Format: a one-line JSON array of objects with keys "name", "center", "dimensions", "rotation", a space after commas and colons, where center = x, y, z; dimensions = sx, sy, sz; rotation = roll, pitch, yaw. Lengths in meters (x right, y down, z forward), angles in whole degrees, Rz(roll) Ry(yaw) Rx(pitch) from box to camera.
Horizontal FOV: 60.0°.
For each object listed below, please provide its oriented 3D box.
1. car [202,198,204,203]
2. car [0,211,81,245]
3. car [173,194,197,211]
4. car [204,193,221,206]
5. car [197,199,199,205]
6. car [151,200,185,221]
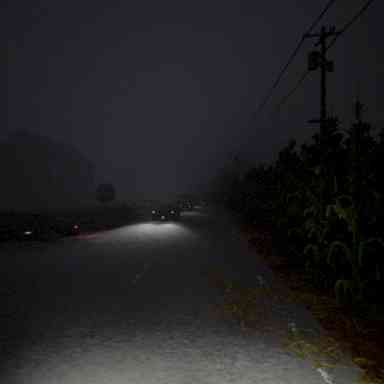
[{"name": "car", "center": [3.523, 1.543, 66.441], "dimensions": [1.994, 1.385, 4.181], "rotation": [0, 0, -25]}, {"name": "car", "center": [-7.626, 1.543, 14.307], "dimensions": [5.357, 1.411, 2.033], "rotation": [0, 0, -27]}, {"name": "car", "center": [-0.967, 1.210, 40.531], "dimensions": [2.150, 2.045, 5.566], "rotation": [0, 0, 5]}, {"name": "car", "center": [3.596, 1.204, 55.738], "dimensions": [2.150, 2.045, 5.566], "rotation": [0, 0, 5]}, {"name": "car", "center": [0.099, 1.531, 53.986], "dimensions": [2.033, 1.411, 5.357], "rotation": [0, 0, 5]}, {"name": "car", "center": [-2.005, 1.592, 27.013], "dimensions": [1.895, 1.301, 4.718], "rotation": [0, 0, 4]}]
